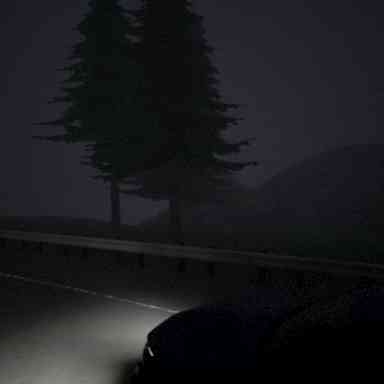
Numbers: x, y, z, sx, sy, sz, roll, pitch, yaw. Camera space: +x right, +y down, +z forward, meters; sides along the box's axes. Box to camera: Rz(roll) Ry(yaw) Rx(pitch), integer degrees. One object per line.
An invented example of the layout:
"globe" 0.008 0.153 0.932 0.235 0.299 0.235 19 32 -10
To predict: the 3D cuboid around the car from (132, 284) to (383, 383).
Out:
"car" 1.618 1.509 2.549 4.674 1.442 1.812 0 0 36
